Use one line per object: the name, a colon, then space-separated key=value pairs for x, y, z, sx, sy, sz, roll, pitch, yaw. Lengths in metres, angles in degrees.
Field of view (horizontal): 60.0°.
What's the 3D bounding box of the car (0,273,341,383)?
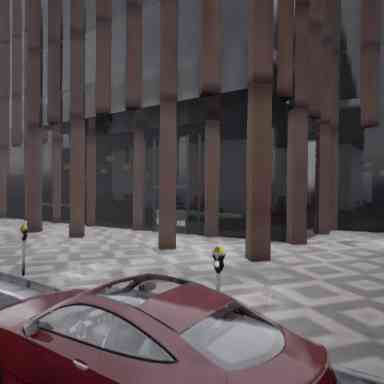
car: x=-0.674 y=1.580 z=3.550 sx=4.206 sy=1.307 sz=1.802 roll=0 pitch=1 yaw=36
